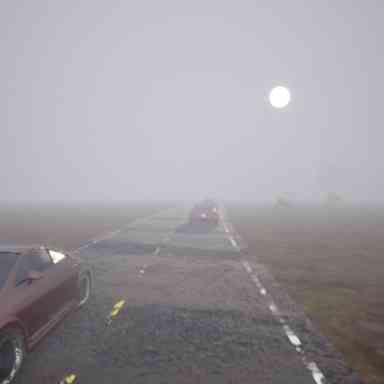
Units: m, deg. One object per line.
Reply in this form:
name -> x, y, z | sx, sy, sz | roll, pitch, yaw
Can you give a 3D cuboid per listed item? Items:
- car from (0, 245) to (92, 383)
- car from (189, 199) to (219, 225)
car -> -3.019, 1.539, 4.984 | 1.994, 1.385, 4.181 | 0, 0, 1
car -> 0.836, 1.457, 23.081 | 1.994, 1.385, 4.181 | 0, 0, 3
